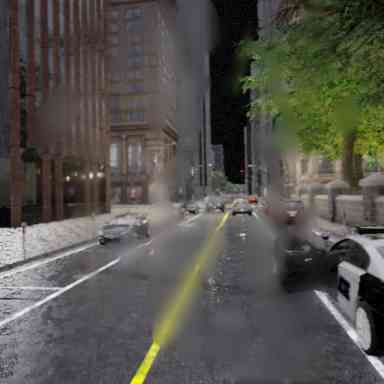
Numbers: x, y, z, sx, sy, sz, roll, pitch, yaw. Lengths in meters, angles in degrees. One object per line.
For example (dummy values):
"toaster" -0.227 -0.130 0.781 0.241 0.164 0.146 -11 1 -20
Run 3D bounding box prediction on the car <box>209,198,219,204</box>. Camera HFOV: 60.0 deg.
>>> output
"car" 4.951 2.056 75.776 1.887 1.381 4.507 -1 0 8

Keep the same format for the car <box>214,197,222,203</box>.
"car" 7.190 2.152 91.946 1.887 1.381 4.507 -1 -1 8

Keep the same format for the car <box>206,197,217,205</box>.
"car" 4.203 1.921 70.388 1.967 1.590 4.097 -1 0 8

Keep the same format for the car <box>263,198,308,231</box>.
"car" 5.971 1.370 21.021 2.192 1.841 5.009 -1 0 8

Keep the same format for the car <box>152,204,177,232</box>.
"car" -2.493 1.768 22.009 1.752 1.417 4.829 -1 0 8

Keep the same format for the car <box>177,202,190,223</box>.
"car" -1.713 1.711 27.650 1.967 1.590 4.097 -1 0 8

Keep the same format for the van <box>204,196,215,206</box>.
"van" 3.455 1.792 65.000 1.690 1.788 3.998 -1 0 8

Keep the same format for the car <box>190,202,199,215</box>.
"car" -0.195 1.885 38.592 1.947 1.339 4.313 -1 0 8

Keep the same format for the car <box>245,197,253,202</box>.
"car" 15.634 1.969 90.785 2.008 1.369 4.403 -1 -1 8

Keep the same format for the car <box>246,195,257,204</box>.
"car" 13.391 1.637 74.619 2.192 1.841 5.009 -1 -1 8

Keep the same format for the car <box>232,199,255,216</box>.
"car" 5.164 1.740 34.704 1.994 1.385 4.181 -1 0 7

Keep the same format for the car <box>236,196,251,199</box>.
"car" 6.520 1.704 44.722 1.882 1.535 5.008 -1 0 8

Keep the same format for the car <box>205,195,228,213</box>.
"car" 3.084 1.483 42.220 2.150 2.045 5.566 -1 -1 8

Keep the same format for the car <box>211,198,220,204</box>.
"car" 5.698 2.109 81.166 1.947 1.339 4.313 -1 -1 8

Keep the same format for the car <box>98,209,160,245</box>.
"car" -3.227 1.766 16.705 2.008 1.369 4.403 -1 0 8

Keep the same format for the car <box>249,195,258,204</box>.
"car" 12.645 1.607 69.230 2.192 1.841 5.009 -1 0 8

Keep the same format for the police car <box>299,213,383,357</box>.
"police car" 3.496 1.406 6.028 1.930 1.638 5.238 -1 -1 8

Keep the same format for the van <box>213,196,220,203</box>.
"van" 6.440 1.916 86.558 1.690 1.788 3.998 -1 -1 8
